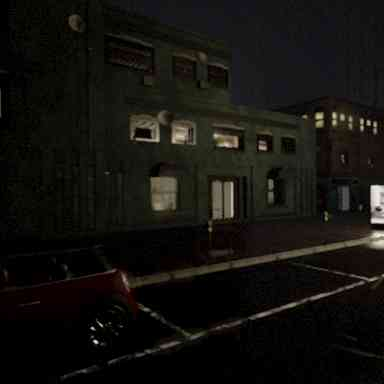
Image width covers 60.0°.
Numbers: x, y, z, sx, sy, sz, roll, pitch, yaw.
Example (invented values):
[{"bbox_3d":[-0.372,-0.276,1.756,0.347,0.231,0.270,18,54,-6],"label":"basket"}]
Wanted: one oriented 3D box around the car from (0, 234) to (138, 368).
[{"bbox_3d":[-2.919,1.440,4.483,4.097,1.590,1.967,-1,0,-36],"label":"car"}]
